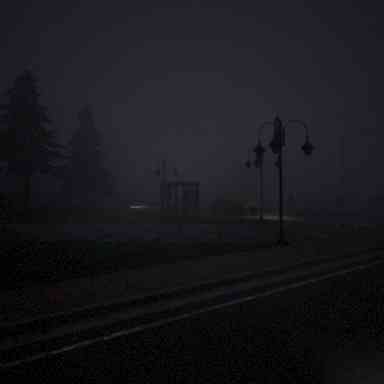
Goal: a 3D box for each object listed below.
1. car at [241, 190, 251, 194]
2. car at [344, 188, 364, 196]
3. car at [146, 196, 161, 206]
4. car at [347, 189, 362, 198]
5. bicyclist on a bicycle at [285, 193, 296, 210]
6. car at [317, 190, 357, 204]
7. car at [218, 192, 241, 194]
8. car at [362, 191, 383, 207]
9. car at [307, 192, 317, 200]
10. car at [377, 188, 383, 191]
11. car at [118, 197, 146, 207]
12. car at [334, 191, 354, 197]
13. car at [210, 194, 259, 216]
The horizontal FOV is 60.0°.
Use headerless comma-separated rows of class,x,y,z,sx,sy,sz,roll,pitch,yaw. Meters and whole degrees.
car,8.216,0.831,58.819,2.152,1.636,5.027,-1,1,-36
car,39.134,0.103,80.181,1.905,1.878,3.866,-1,1,-36
car,-4.947,1.245,47.460,1.812,1.442,4.674,-1,0,-36
car,30.475,0.523,65.216,2.007,1.523,4.514,-1,1,-36
bicyclist on a bicycle,9.961,0.969,33.562,1.656,1.620,0.582,-1,1,-36
car,18.935,0.887,43.537,1.970,1.475,3.806,-1,1,-36
car,5.693,0.880,56.956,2.007,1.523,4.514,-1,1,-36
car,20.817,0.914,35.765,1.845,1.501,3.633,-1,1,-36
car,22.316,0.671,59.449,1.845,1.501,3.633,-1,1,-36
car,41.027,0.165,71.867,1.932,1.855,4.605,-1,1,-36
car,-8.720,1.329,46.630,1.994,1.385,4.181,-1,0,-36
car,36.076,0.429,78.751,1.970,1.475,3.806,-1,1,-36
car,3.693,1.240,29.464,1.882,1.535,5.008,-1,0,-36
